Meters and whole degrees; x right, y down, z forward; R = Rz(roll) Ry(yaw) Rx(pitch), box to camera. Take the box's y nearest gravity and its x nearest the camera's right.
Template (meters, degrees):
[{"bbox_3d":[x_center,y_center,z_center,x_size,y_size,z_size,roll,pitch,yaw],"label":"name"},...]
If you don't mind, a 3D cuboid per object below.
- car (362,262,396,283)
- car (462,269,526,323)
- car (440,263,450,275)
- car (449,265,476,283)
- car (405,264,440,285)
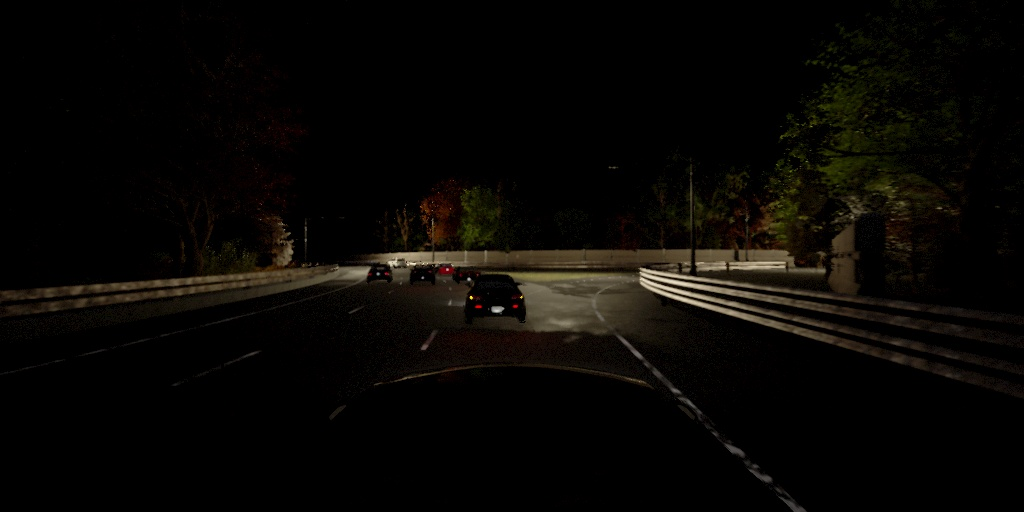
[{"bbox_3d":[-11.191,1.485,30.494,2.033,1.411,5.357,0,0,-17],"label":"car"},{"bbox_3d":[-0.619,1.331,12.263,1.812,1.442,4.674,0,0,-5],"label":"car"},{"bbox_3d":[-8.135,1.553,43.200,1.994,1.385,4.181,0,0,-20],"label":"car"},{"bbox_3d":[-3.849,1.506,29.692,1.895,1.301,4.718,0,0,-14],"label":"car"},{"bbox_3d":[-7.063,1.403,28.429,2.128,1.511,4.902,0,0,-14],"label":"car"}]
